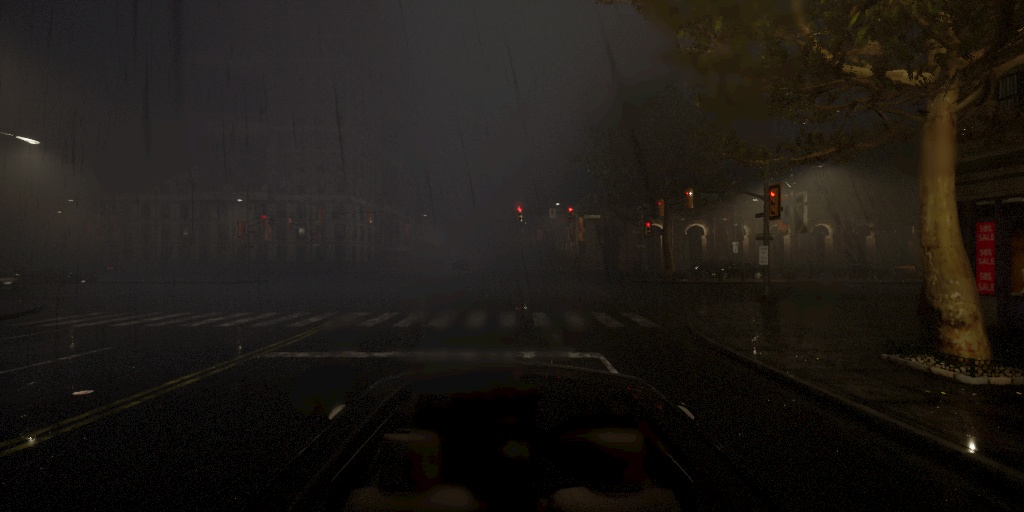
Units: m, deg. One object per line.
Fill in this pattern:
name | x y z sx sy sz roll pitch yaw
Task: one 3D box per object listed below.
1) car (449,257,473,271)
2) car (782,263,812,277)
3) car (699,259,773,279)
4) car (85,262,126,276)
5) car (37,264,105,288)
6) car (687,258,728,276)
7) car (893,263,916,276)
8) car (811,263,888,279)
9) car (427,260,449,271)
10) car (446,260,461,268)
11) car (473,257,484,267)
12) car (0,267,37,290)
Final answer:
car | -6.941 1.228 49.276 1.882 1.535 5.008 0 0 0
car | 29.398 1.351 34.662 4.718 1.301 1.895 0 0 1
car | 19.437 1.255 31.252 4.892 1.490 1.837 0 0 1
car | -40.882 1.276 35.277 4.674 1.442 1.812 0 0 0
car | -30.276 1.351 23.508 4.718 1.301 1.895 0 0 1
car | 19.458 1.102 34.754 4.553 1.767 2.097 0 0 0
car | 39.861 1.228 34.556 5.008 1.535 1.882 0 0 1
car | 29.384 1.351 31.162 4.718 1.301 1.895 0 0 1
car | -10.441 1.314 49.872 1.994 1.385 4.181 0 0 0
car | -10.350 1.351 63.449 1.895 1.301 4.718 0 0 1
car | -6.836 1.298 64.617 2.033 1.411 5.357 0 0 1
car | -30.498 1.242 20.012 4.902 1.511 2.128 0 0 1
